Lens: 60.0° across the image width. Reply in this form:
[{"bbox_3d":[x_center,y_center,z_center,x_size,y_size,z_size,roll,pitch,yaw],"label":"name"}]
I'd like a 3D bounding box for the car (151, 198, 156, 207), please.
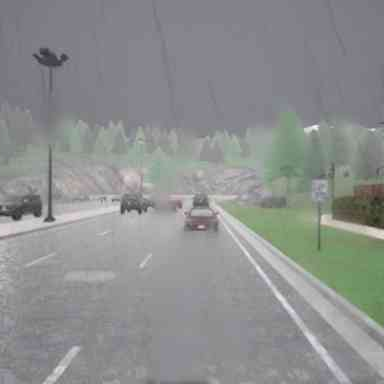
[{"bbox_3d":[-5.852,1.545,47.044,1.837,1.490,4.892,0,1,2],"label":"car"}]

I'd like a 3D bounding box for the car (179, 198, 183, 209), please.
[{"bbox_3d":[-2.328,1.531,47.715,1.882,1.535,5.008,0,0,2],"label":"car"}]

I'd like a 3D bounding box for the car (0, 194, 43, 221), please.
[{"bbox_3d":[-14.439,1.195,27.570,2.150,2.045,5.566,0,0,1],"label":"car"}]

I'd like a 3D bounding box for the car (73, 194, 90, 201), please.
[{"bbox_3d":[-20.522,1.002,61.738,2.097,1.767,4.553,0,0,1],"label":"car"}]

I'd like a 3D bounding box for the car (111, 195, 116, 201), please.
[{"bbox_3d":[-13.525,1.155,61.537,1.882,1.535,5.008,0,0,1],"label":"car"}]

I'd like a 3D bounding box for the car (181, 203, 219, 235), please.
[{"bbox_3d":[0.533,1.553,18.793,1.812,1.442,4.674,0,0,1],"label":"car"}]

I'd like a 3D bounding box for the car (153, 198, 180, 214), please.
[{"bbox_3d":[-2.636,1.637,35.388,1.895,1.301,4.718,0,0,2],"label":"car"}]

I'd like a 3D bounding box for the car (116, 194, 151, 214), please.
[{"bbox_3d":[-6.148,1.242,35.582,2.150,2.045,5.566,0,0,2],"label":"car"}]

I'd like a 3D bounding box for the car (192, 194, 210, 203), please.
[{"bbox_3d":[1.171,1.286,44.811,2.150,2.045,5.566,0,0,1],"label":"car"}]
